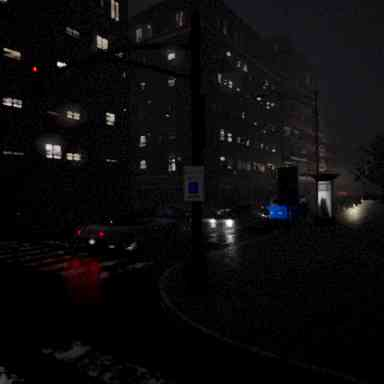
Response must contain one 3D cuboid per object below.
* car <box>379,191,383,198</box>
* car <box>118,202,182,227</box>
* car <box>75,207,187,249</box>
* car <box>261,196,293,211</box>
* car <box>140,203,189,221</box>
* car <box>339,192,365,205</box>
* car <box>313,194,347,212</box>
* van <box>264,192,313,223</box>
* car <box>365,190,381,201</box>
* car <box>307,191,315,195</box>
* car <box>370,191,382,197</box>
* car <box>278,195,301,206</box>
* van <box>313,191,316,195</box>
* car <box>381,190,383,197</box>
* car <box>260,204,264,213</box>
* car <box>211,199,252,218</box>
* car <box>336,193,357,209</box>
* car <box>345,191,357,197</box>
[{"bbox_3d":[42.694,0.480,73.653,1.887,1.381,4.507,0,1,35],"label":"car"},{"bbox_3d":[-2.800,1.465,23.129,1.887,1.381,4.507,0,1,35],"label":"car"},{"bbox_3d":[-2.505,1.556,14.374,1.895,1.301,4.718,-1,0,35],"label":"car"},{"bbox_3d":[9.180,1.229,35.776,1.994,1.385,4.181,-1,0,34],"label":"car"},{"bbox_3d":[-2.321,1.476,19.564,2.033,1.411,5.357,-1,0,35],"label":"car"},{"bbox_3d":[19.806,1.029,41.381,1.947,1.339,4.313,0,1,35],"label":"car"},{"bbox_3d":[13.266,1.180,32.161,1.947,1.339,4.313,0,1,35],"label":"car"},{"bbox_3d":[6.725,1.105,22.937,1.690,1.788,3.998,0,1,35],"label":"van"},{"bbox_3d":[29.614,0.677,55.210,1.967,1.590,4.097,0,1,35],"label":"car"},{"bbox_3d":[16.700,0.998,50.622,1.752,1.417,4.829,0,1,35],"label":"car"},{"bbox_3d":[45.059,0.372,81.438,1.994,1.385,4.181,-1,0,35],"label":"car"},{"bbox_3d":[13.532,1.128,46.156,1.802,1.307,4.206,0,1,35],"label":"car"},{"bbox_3d":[20.063,0.736,55.364,1.690,1.788,3.998,0,1,35],"label":"van"},{"bbox_3d":[32.885,0.706,59.822,1.887,1.381,4.507,0,1,35],"label":"car"},{"bbox_3d":[7.644,1.270,28.685,2.033,1.411,5.357,-1,0,35],"label":"car"},{"bbox_3d":[3.407,1.323,27.638,1.812,1.442,4.674,-1,0,35],"label":"car"},{"bbox_3d":[16.536,1.083,36.771,1.887,1.381,4.507,0,1,35],"label":"car"},{"bbox_3d":[39.662,0.493,82.999,2.008,1.369,4.403,0,1,35],"label":"car"}]
